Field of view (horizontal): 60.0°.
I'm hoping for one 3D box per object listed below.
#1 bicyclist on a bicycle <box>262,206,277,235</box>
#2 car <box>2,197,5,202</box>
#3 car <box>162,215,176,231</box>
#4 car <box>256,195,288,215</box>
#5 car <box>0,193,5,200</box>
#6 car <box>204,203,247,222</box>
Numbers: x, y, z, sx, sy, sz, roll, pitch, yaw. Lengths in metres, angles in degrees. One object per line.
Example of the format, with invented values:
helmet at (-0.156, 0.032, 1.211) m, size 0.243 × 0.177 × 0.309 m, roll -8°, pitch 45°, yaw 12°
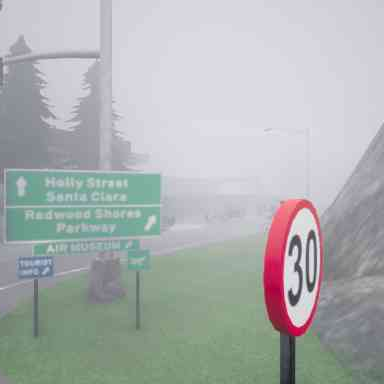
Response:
bicyclist on a bicycle at (4.672, 1.643, 18.706) m, size 1.656 × 1.620 × 0.582 m, roll 0°, pitch 0°, yaw 36°
car at (-12.266, 1.505, 26.086) m, size 1.905 × 1.878 × 3.866 m, roll 0°, pitch 0°, yaw 35°
car at (-3.145, 1.792, 20.044) m, size 1.895 × 1.301 × 4.718 m, roll 0°, pitch 0°, yaw 36°
car at (9.026, 1.413, 36.639) m, size 2.150 × 2.045 × 5.566 m, roll 0°, pitch 0°, yaw 36°
car at (-38.316, 1.489, 70.119) m, size 4.514 × 1.523 × 2.007 m, roll 0°, pitch 0°, yaw 35°
car at (2.902, 1.683, 28.298) m, size 2.128 × 1.511 × 4.902 m, roll 0°, pitch 0°, yaw 36°
